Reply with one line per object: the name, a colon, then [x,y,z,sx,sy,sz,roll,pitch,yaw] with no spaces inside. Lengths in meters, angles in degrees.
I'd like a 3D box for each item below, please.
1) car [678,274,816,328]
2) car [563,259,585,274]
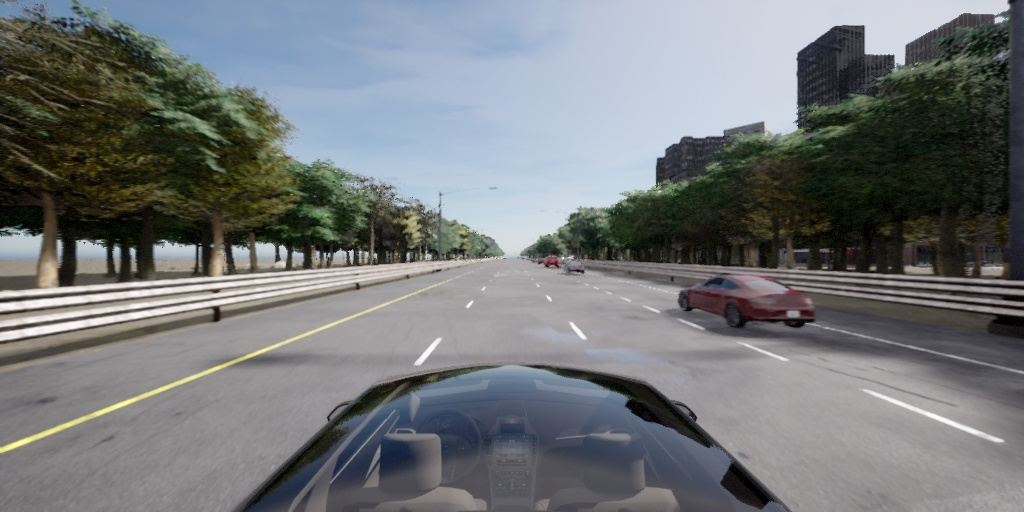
car: [7.005,1.279,11.228,1.812,1.442,4.674,0,0,0]
car: [7.048,1.332,41.239,2.033,1.411,5.357,0,0,0]
